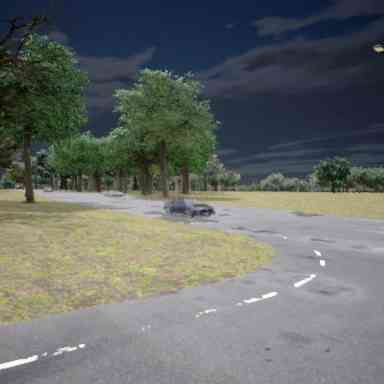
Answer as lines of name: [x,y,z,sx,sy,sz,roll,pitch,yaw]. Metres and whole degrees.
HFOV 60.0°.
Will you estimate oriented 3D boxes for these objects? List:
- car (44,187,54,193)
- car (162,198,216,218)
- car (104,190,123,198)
car: [-34.951,-0.510,81.181,2.128,1.511,4.902,-1,2,-30]
car: [-0.391,1.182,26.873,2.033,1.411,5.357,-1,2,-35]
car: [-13.756,0.267,57.796,1.895,1.301,4.718,-1,2,-35]
